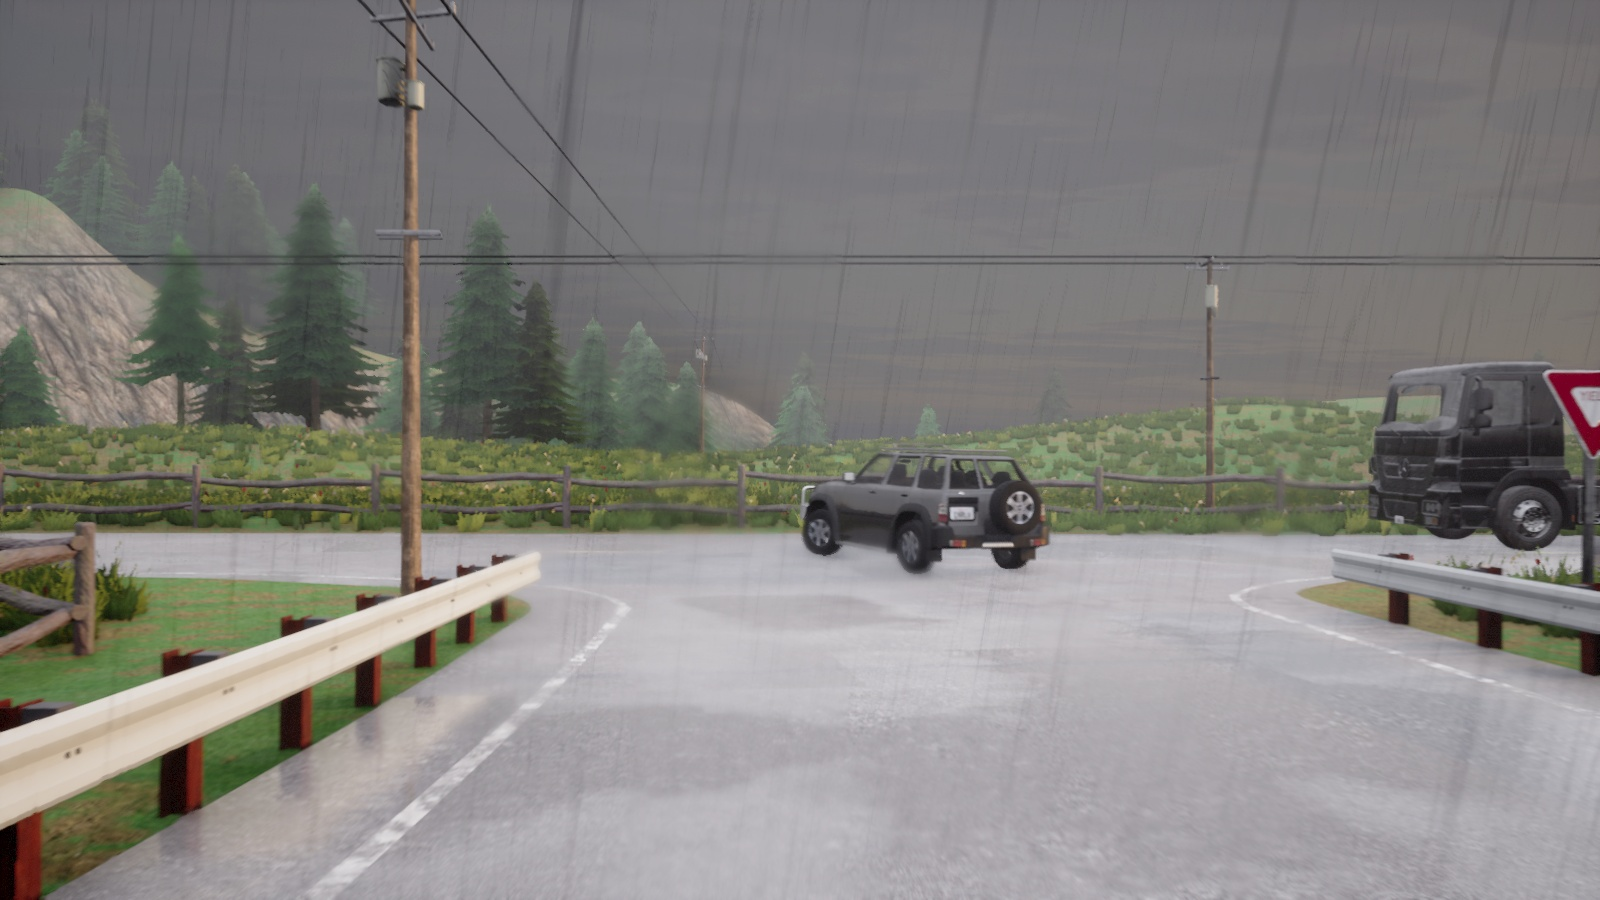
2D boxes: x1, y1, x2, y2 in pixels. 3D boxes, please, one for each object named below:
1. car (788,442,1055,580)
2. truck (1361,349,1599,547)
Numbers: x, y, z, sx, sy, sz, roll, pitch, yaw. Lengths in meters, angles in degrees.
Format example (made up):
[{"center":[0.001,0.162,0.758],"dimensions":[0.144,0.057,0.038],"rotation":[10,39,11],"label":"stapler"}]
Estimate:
[{"center":[1.719,0.823,19.508],"dimensions":[1.932,1.855,4.605],"rotation":[1,0,-27],"label":"car"},{"center":[15.134,-0.073,23.571],"dimensions":[7.936,3.462,2.891],"rotation":[0,1,-2],"label":"truck"}]
